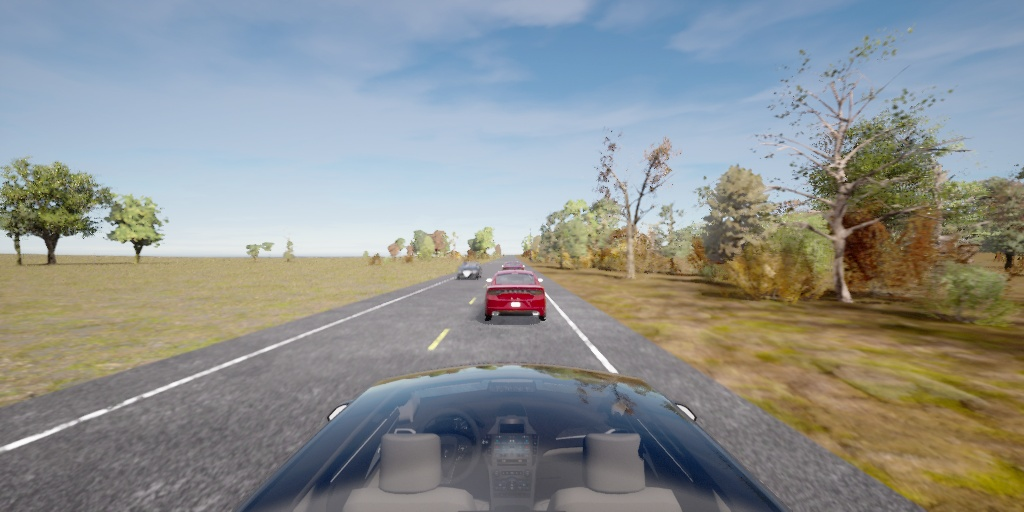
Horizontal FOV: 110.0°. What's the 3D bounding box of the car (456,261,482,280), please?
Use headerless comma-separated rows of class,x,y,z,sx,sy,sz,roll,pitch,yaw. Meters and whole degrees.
car,-3.589,1.227,30.948,2.128,1.511,4.902,0,0,0

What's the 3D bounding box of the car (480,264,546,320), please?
car,0.104,1.226,12.678,1.882,1.535,5.008,0,0,0

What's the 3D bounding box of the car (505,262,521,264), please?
car,0.108,1.212,31.052,1.882,1.535,5.008,0,0,0
